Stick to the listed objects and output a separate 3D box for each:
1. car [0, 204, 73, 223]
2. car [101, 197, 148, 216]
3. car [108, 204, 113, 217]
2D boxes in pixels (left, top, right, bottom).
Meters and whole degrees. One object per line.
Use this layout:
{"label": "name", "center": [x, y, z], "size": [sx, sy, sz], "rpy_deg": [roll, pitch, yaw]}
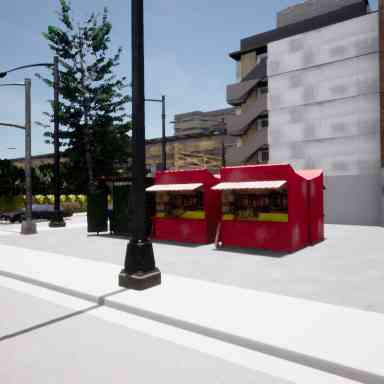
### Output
{"label": "car", "center": [-12.427, 1.686, 26.946], "size": [2.033, 1.411, 5.357], "rpy_deg": [-1, -1, 36]}
{"label": "car", "center": [-6.893, 1.490, 34.590], "size": [2.097, 1.767, 4.553], "rpy_deg": [-1, -1, 36]}
{"label": "car", "center": [-6.183, 1.688, 29.264], "size": [1.895, 1.301, 4.718], "rpy_deg": [-1, -1, 36]}
